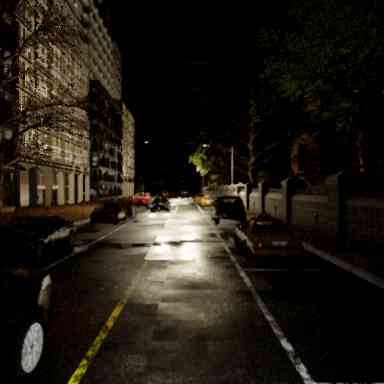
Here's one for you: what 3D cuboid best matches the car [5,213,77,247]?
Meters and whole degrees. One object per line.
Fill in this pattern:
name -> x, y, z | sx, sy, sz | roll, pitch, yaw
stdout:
car -> -5.501, 1.470, 11.664 | 1.887, 1.381, 4.507 | 0, 0, 0

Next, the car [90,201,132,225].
car -> -5.604, 1.397, 22.759 | 1.887, 1.381, 4.507 | 0, 0, -1

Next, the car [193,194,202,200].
car -> 1.184, 1.083, 72.798 | 1.802, 1.307, 4.206 | 0, 0, -2

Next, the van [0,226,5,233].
van -> -5.474, 1.302, 6.116 | 1.690, 1.788, 3.998 | 0, 0, 0

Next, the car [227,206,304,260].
car -> 2.522, 1.448, 11.955 | 1.752, 1.417, 4.829 | 0, 0, 0

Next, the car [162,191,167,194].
car -> -7.575, 0.656, 94.817 | 2.192, 1.841, 5.009 | 0, 0, -2

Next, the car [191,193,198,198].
car -> 0.633, 0.945, 89.438 | 1.947, 1.339, 4.313 | 0, 0, -2

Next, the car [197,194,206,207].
car -> 2.014, 1.224, 45.238 | 1.752, 1.417, 4.829 | 0, 0, -1

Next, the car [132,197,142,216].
car -> -5.682, 1.398, 28.309 | 1.802, 1.307, 4.206 | 0, 0, -1

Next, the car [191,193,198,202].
car -> 1.271, 1.054, 59.803 | 1.801, 1.575, 5.366 | 0, 0, -2

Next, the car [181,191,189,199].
car -> -1.562, 0.930, 78.331 | 2.033, 1.411, 5.357 | 0, 0, -2

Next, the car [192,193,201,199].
car -> 1.000, 1.027, 78.344 | 1.947, 1.339, 4.313 | 0, 0, -2

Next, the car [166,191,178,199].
car -> -4.232, 0.953, 75.788 | 1.895, 1.301, 4.718 | 0, 0, -2

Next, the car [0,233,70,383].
car -> -2.854, 1.461, 2.576 | 1.882, 1.535, 5.008 | 0, 1, 0

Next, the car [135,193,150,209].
car -> -5.881, 1.056, 39.400 | 2.192, 1.841, 5.009 | 0, 0, -1

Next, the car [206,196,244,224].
car -> 2.420, 1.165, 22.880 | 2.192, 1.841, 5.009 | 0, 0, -1

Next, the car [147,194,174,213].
car -> -3.165, 1.283, 33.786 | 1.837, 1.490, 4.892 | 0, 0, -1
